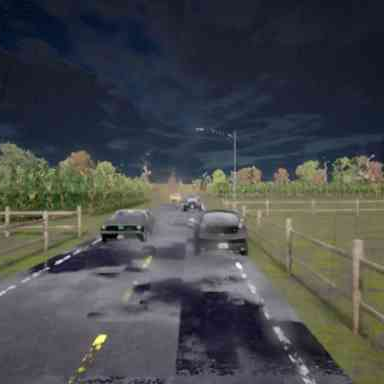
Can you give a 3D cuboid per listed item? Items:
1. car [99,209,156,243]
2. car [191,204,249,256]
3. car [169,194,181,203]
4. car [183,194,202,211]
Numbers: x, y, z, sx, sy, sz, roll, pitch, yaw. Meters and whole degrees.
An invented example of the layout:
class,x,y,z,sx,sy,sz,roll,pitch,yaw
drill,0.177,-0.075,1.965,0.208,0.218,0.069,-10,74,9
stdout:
class,x,y,z,sx,sy,sz,roll,pitch,yaw
car,-2.845,1.484,15.534,1.895,1.301,4.718,0,0,0
car,0.966,1.409,12.710,1.837,1.490,4.892,0,0,0
car,-2.791,1.024,56.164,1.882,1.535,5.008,0,1,0
car,0.053,1.254,35.162,1.812,1.442,4.674,0,1,1
